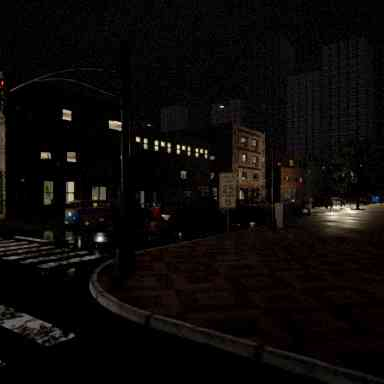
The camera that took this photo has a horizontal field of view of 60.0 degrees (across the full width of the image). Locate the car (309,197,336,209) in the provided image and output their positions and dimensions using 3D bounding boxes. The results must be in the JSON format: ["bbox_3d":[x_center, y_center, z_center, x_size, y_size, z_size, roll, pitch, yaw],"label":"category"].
[{"bbox_3d":[19.505,1.536,49.560,2.097,1.767,4.553,0,0,35],"label":"car"}]

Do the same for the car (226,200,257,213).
[{"bbox_3d":[6.091,1.701,40.640,2.008,1.369,4.403,-1,-1,35],"label":"car"}]

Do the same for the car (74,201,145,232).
[{"bbox_3d":[-4.566,1.539,21.101,1.882,1.535,5.008,0,0,35],"label":"car"}]

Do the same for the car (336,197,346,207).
[{"bbox_3d":[25.373,1.829,57.851,1.895,1.301,4.718,0,0,36],"label":"car"}]

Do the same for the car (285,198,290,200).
[{"bbox_3d":[15.567,1.742,54.027,1.752,1.417,4.829,-1,-1,35],"label":"car"}]

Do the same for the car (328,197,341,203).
[{"bbox_3d":[34.816,1.915,81.219,2.008,1.369,4.403,-1,-1,35],"label":"car"}]

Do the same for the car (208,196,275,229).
[{"bbox_3d":[3.357,1.368,22.276,2.192,1.841,5.009,-1,-1,35],"label":"car"}]

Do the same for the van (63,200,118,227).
[{"bbox_3d":[-6.675,1.414,22.607,1.690,1.788,3.998,-1,0,35],"label":"van"}]

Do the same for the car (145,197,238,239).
[{"bbox_3d":[0.166,1.350,17.767,2.192,1.841,5.009,-1,-1,35],"label":"car"}]

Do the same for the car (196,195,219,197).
[{"bbox_3d":[1.142,1.315,29.161,2.150,2.045,5.566,0,0,35],"label":"car"}]

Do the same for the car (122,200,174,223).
[{"bbox_3d":[-3.484,1.531,27.114,1.967,1.590,4.097,-1,-1,35],"label":"car"}]

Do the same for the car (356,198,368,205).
[{"bbox_3d":[32.083,1.801,62.853,2.008,1.369,4.403,-1,-1,35],"label":"car"}]

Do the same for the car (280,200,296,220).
[{"bbox_3d":[6.550,1.616,26.783,1.887,1.381,4.507,-1,-1,35],"label":"car"}]

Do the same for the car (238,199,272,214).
[{"bbox_3d":[7.181,1.609,37.673,1.882,1.535,5.008,0,0,36],"label":"car"}]

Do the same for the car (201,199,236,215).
[{"bbox_3d":[2.900,1.570,36.133,1.967,1.590,4.097,-1,-1,35],"label":"car"}]

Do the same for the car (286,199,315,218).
[{"bbox_3d":[9.742,1.657,31.292,1.947,1.339,4.313,-1,-1,35],"label":"car"}]

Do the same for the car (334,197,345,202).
[{"bbox_3d":[38.007,1.936,85.728,1.887,1.381,4.507,-1,-1,35],"label":"car"}]

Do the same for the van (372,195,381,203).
[{"bbox_3d":[44.848,1.694,80.891,1.690,1.788,3.998,-1,-1,35],"label":"van"}]

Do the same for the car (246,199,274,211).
[{"bbox_3d":[9.283,1.722,45.149,2.008,1.369,4.403,-1,-1,35],"label":"car"}]
